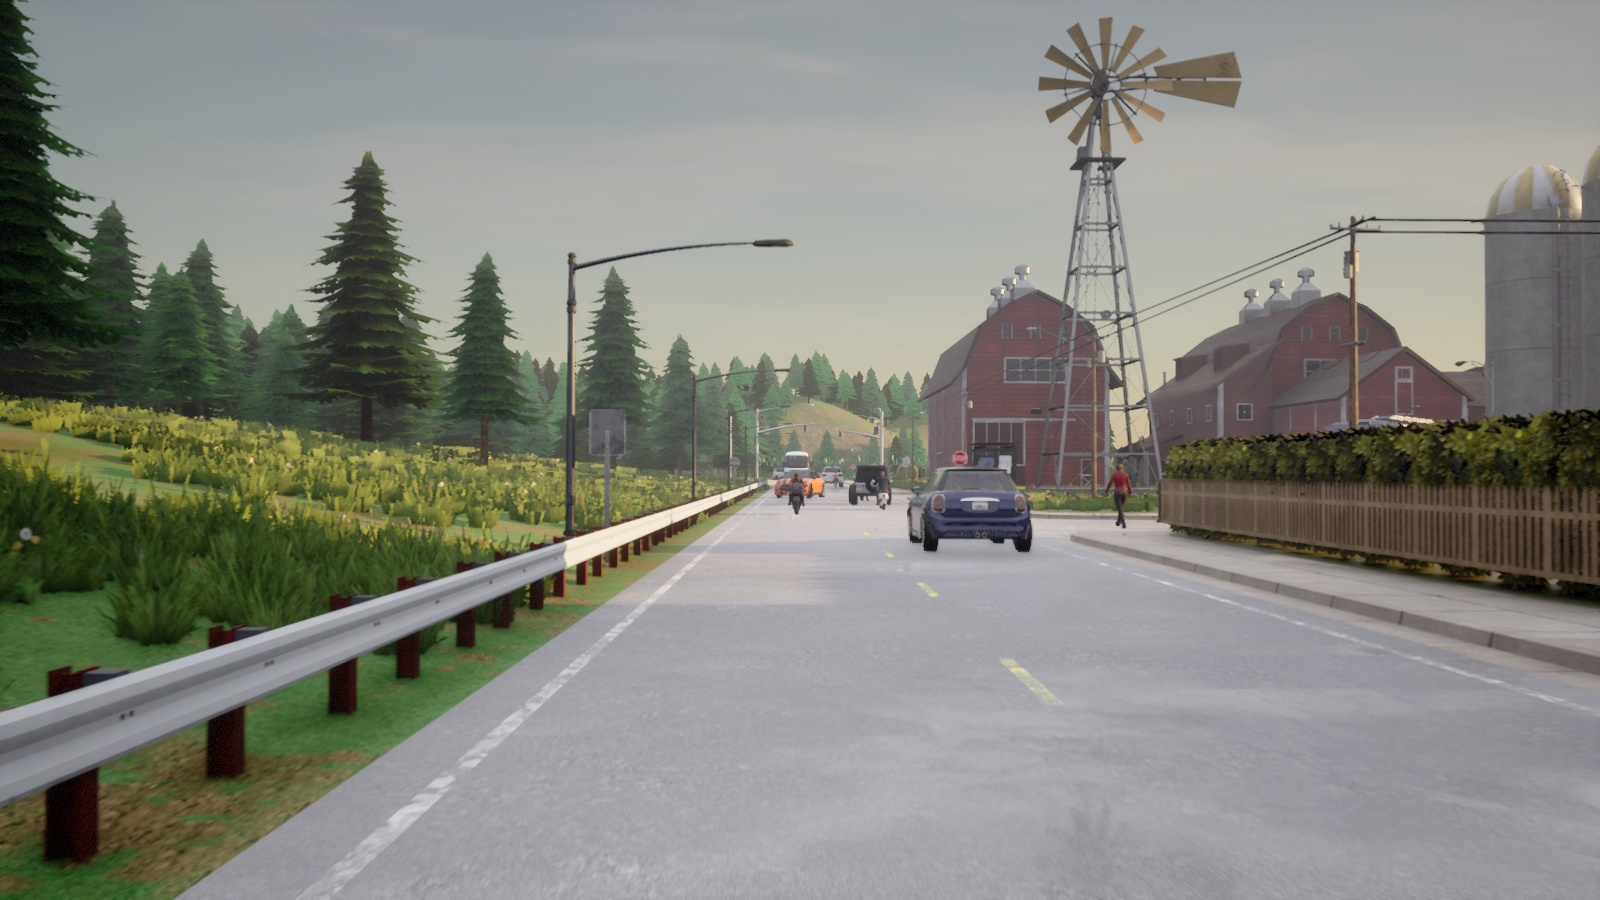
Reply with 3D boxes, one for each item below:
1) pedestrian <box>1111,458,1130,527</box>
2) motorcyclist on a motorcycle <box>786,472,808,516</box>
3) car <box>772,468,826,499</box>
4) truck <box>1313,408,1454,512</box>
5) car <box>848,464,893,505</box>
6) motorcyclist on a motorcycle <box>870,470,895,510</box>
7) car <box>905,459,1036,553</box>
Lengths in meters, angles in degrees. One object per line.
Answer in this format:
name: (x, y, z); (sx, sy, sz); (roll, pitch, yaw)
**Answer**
pedestrian: (8.639, 1.143, 33.860); (0.331, 1.846, 0.636); (0, -1, 0)
motorcyclist on a motorcycle: (-0.108, 1.568, 45.260); (0.797, 1.523, 2.044); (0, 0, 0)
car: (-0.006, 1.927, 73.513); (2.097, 1.767, 4.553); (0, -1, 14)
truck: (23.604, 0.416, 50.511); (2.891, 3.827, 8.468); (-1, -1, 41)
car: (3.353, 1.622, 60.109); (1.905, 1.878, 3.866); (0, -1, 0)
motorcyclist on a motorcycle: (3.412, 1.638, 51.884); (0.866, 1.590, 1.817); (0, 1, -1)
car: (3.436, 1.106, 26.173); (2.097, 1.767, 4.553); (0, -1, 0)
